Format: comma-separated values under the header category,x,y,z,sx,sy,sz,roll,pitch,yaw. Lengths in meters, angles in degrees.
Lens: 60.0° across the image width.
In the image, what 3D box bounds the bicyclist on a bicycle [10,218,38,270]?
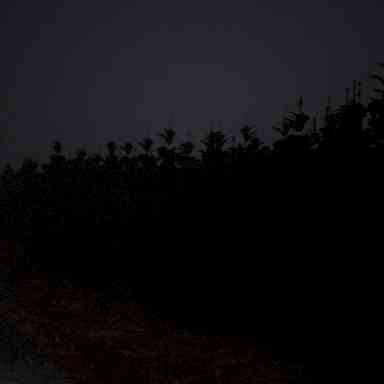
category,x,y,z,sx,sy,sz,roll,pitch,yaw
bicyclist on a bicycle,-4.910,1.682,10.721,1.656,1.620,0.582,5,-3,-37
